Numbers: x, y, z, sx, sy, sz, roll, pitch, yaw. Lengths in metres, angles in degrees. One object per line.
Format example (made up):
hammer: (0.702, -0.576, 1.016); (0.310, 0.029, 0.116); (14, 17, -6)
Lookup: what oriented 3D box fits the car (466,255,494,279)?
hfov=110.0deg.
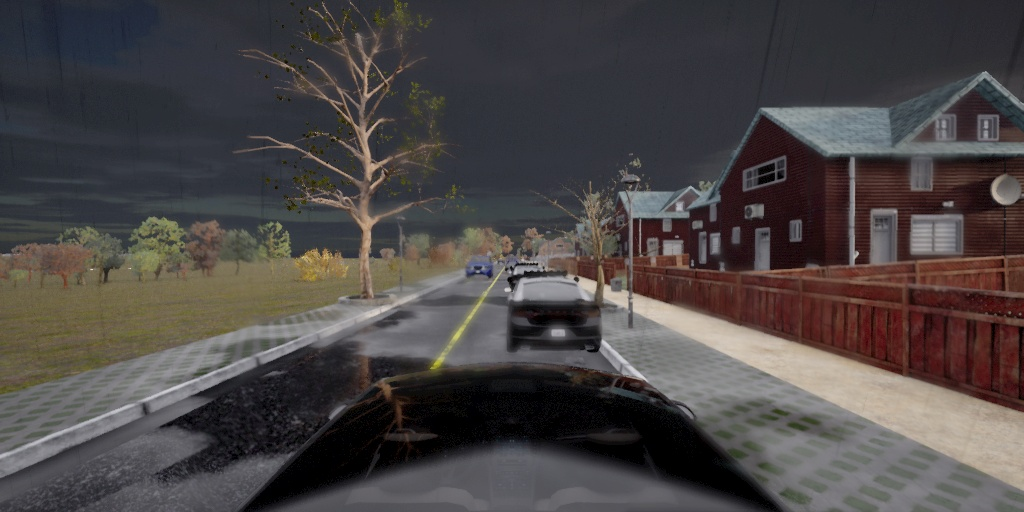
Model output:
car: (-2.824, 0.972, 32.454); (2.150, 2.045, 5.566); (0, 0, 0)

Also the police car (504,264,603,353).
police car: (0.831, 1.174, 9.000); (1.930, 1.638, 5.238); (0, 0, 0)

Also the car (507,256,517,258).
car: (0.054, 0.990, 62.037); (2.150, 2.045, 5.566); (0, 0, 0)

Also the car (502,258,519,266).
car: (0.079, 1.320, 47.273); (1.994, 1.385, 4.181); (0, 0, 0)

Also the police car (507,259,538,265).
police car: (0.839, 1.173, 19.000); (1.930, 1.638, 5.238); (0, 0, 0)
